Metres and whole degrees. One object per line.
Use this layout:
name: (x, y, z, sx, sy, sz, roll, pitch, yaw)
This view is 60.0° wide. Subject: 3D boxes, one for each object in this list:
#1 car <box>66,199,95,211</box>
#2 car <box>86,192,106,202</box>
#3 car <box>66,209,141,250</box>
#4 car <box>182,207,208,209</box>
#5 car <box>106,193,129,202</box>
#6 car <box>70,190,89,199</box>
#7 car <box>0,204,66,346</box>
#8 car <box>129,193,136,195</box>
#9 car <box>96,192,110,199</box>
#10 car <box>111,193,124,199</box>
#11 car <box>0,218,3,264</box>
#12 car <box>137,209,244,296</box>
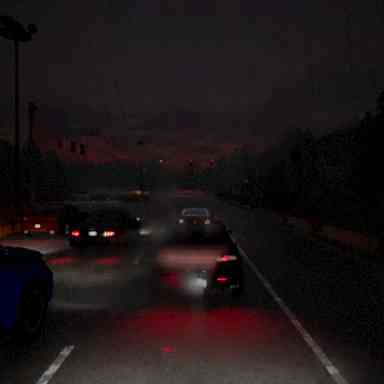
car: (-6.843, 1.337, 17.192, 1.882, 1.535, 5.008, 0, 1, 0)
car: (-17.221, 1.076, 61.010, 1.895, 1.301, 4.718, 0, 0, 1)
car: (-3.348, 1.437, 13.778, 2.033, 1.411, 5.357, 0, 1, 0)
car: (0.174, 1.455, 17.791, 1.895, 1.301, 4.718, 0, 0, 0)
car: (-13.722, 0.963, 61.420, 2.128, 1.511, 4.902, 0, 0, 1)
car: (-20.704, 0.687, 61.880, 2.150, 2.045, 5.566, 0, 1, 1)
car: (-3.390, 1.199, 3.169, 2.150, 2.045, 5.566, 0, 0, 0)
car: (-13.584, 0.864, 76.396, 1.812, 1.442, 4.674, 0, 1, 0)
car: (-20.579, 0.811, 77.248, 1.882, 1.535, 5.008, 0, 1, 0)
car: (-17.082, 0.891, 76.646, 1.994, 1.385, 4.181, 0, 1, 0)
car: (-6.881, 1.502, 8.207, 1.994, 1.385, 4.181, 0, 0, 1)
car: (0.127, 1.427, 8.461, 2.128, 1.511, 4.902, 0, 1, 0)
